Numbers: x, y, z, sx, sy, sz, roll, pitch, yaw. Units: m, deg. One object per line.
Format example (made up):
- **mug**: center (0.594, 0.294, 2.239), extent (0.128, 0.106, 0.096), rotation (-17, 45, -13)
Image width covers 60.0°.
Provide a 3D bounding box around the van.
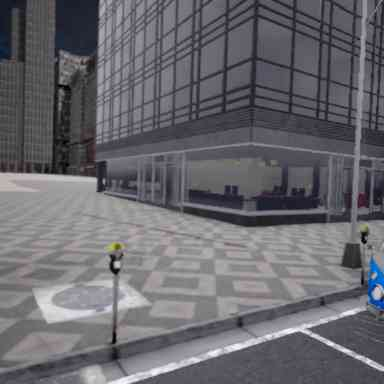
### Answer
- **van**: center (4.610, 1.316, 5.538), extent (3.998, 1.788, 1.690), rotation (1, 2, -32)
